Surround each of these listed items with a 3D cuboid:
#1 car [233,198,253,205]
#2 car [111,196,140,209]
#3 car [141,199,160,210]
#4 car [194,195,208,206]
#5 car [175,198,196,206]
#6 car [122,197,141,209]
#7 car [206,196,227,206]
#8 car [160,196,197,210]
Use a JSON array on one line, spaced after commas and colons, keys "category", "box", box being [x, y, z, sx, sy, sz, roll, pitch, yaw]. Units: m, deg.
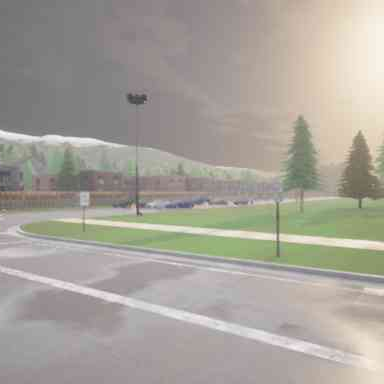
[{"category": "car", "box": [9.954, 1.831, 64.316, 2.033, 1.411, 5.357, -1, 0, 35]}, {"category": "car", "box": [-10.427, 1.607, 53.588, 2.150, 2.045, 5.566, -1, -1, 35]}, {"category": "car", "box": [-4.941, 1.842, 49.234, 1.812, 1.442, 4.674, -1, 0, 35]}, {"category": "car", "box": [1.362, 1.574, 64.283, 2.150, 2.045, 5.566, -1, 0, 35]}, {"category": "car", "box": [-1.261, 1.946, 66.615, 1.994, 1.385, 4.181, -1, 0, 35]}, {"category": "car", "box": [-7.932, 1.876, 51.055, 1.812, 1.442, 4.674, -1, 0, 35]}, {"category": "car", "box": [5.102, 1.843, 63.530, 1.812, 1.442, 4.674, -1, 0, 35]}, {"category": "car", "box": [-1.817, 1.760, 47.602, 1.882, 1.535, 5.008, -1, 0, 35]}]
